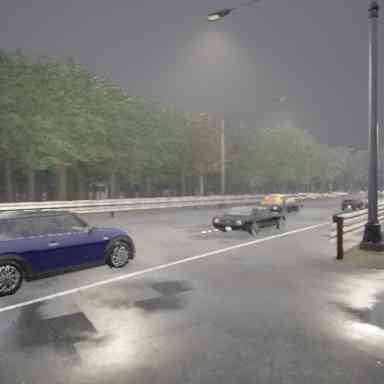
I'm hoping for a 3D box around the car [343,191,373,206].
[{"bbox_3d":[21.290,0.742,42.616,2.097,1.767,4.553,0,1,44],"label":"car"}]

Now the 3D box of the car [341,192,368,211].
[{"bbox_3d":[15.873,1.057,31.859,1.837,1.490,4.892,0,1,42],"label":"car"}]

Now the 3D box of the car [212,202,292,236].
[{"bbox_3d":[3.147,1.395,17.251,1.895,1.301,4.718,0,1,40],"label":"car"}]

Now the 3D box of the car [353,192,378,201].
[{"bbox_3d":[28.840,0.750,55.280,5.357,1.411,2.033,-1,1,-44],"label":"car"}]

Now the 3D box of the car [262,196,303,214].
[{"bbox_3d":[7.432,1.246,27.513,1.895,1.301,4.718,0,1,41],"label":"car"}]

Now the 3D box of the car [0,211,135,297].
[{"bbox_3d":[-3.680,1.279,8.835,2.097,1.767,4.553,0,1,38],"label":"car"}]
